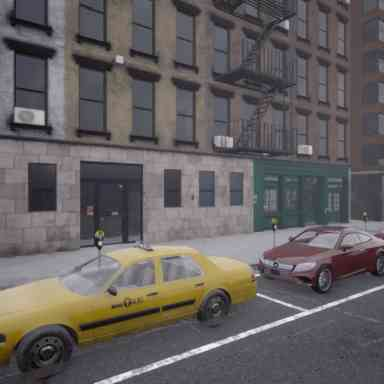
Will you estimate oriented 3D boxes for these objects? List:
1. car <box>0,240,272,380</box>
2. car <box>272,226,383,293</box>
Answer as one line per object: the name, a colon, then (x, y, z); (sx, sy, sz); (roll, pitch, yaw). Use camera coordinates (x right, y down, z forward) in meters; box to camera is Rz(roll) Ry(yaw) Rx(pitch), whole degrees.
car: (-1.036, 1.525, 5.455); (4.829, 1.417, 1.752); (0, 0, -36)
car: (3.588, 1.583, 8.768); (4.206, 1.307, 1.802); (0, 0, -36)
